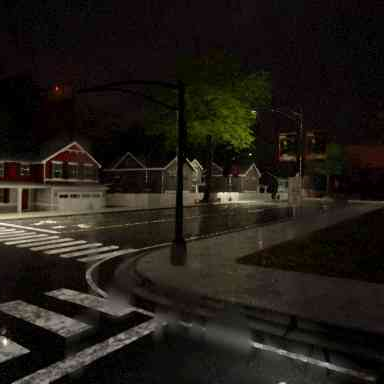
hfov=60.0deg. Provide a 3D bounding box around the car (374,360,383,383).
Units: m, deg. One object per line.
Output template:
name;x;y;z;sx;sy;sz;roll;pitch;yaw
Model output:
car;3.380;1.506;1.268;4.892;1.490;1.837;0;0;36

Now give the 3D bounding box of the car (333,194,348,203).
car;28.056;1.205;62.697;2.128;1.511;4.902;1;0;36
